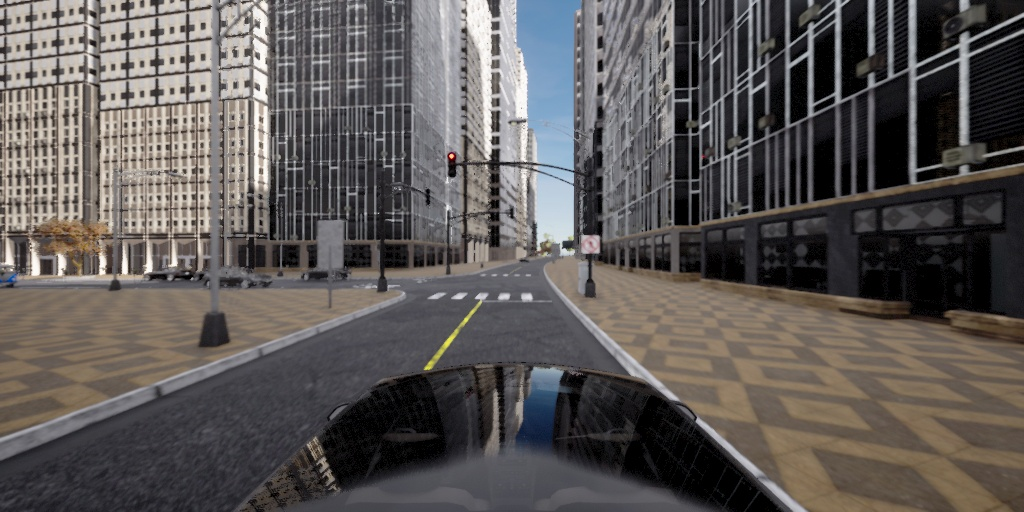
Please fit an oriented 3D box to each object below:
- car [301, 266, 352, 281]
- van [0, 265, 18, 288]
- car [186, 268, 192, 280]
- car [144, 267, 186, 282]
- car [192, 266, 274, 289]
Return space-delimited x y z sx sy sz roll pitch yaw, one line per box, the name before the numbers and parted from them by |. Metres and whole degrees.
car | -16.409 1.439 31.689 4.403 1.370 2.007 0 0 10
van | -40.011 1.591 27.293 3.998 1.789 1.690 0 0 10
car | -27.491 1.634 33.620 4.313 1.339 1.948 0 0 10
car | -33.032 1.724 34.585 4.313 1.339 1.948 0 0 10
car | -17.846 1.439 23.433 4.403 1.370 2.007 0 0 10
